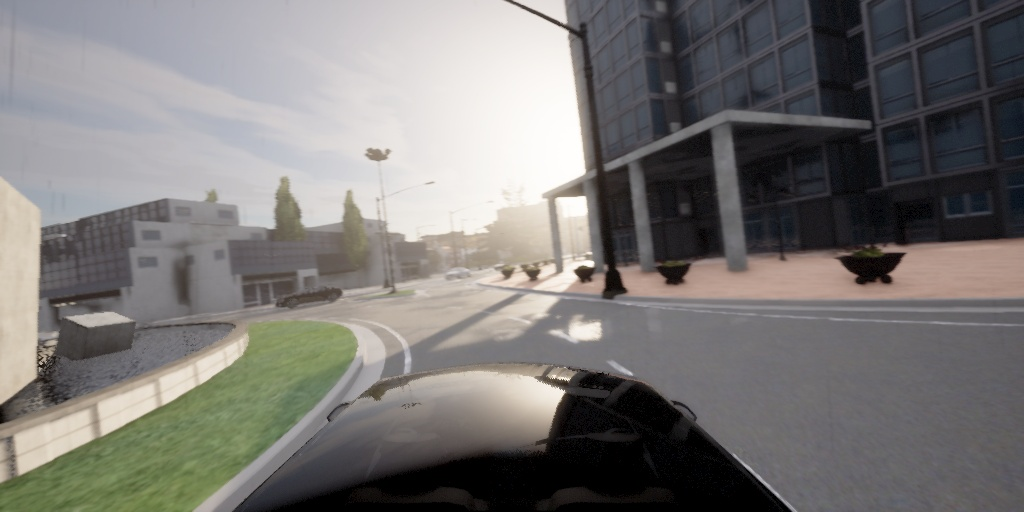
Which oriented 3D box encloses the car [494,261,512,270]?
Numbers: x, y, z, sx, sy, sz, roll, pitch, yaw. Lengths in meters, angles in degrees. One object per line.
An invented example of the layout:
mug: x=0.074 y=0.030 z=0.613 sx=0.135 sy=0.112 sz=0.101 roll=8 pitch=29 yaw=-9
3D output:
car: x=-1.579 y=1.702 z=63.035 sx=2.033 sy=1.411 sz=5.357 roll=-7 pitch=0 yaw=17

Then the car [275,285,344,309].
car: x=-16.351 y=3.249 z=29.126 sx=4.902 sy=1.511 sz=2.128 roll=-7 pitch=0 yaw=-40

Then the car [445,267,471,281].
car: x=-6.940 y=2.220 z=46.098 sx=1.812 sy=1.442 sz=4.674 roll=-7 pitch=0 yaw=18
